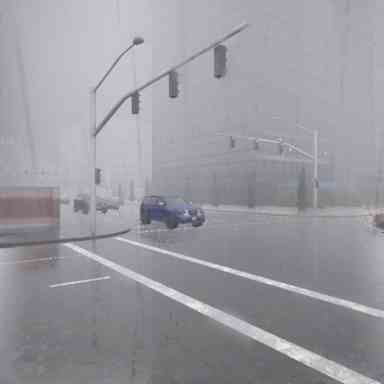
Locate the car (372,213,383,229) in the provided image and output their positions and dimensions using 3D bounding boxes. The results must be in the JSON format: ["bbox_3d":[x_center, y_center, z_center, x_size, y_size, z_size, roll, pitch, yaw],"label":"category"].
[{"bbox_3d":[12.148,1.526,17.541,4.674,1.442,1.812,0,1,12],"label":"car"}]

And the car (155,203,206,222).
[{"bbox_3d":[-1.078,1.601,27.274,1.895,1.301,4.718,0,0,-36],"label":"car"}]

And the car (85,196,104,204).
[{"bbox_3d":[-19.086,1.491,64.785,2.128,1.511,4.902,0,0,-36],"label":"car"}]

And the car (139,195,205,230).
[{"bbox_3d":[-1.483,1.222,21.822,2.150,2.045,5.566,0,0,-36],"label":"car"}]

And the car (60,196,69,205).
[{"bbox_3d":[-22.729,1.480,57.665,1.882,1.535,5.008,0,0,-35],"label":"car"}]

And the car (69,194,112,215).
[{"bbox_3d":[-10.647,1.223,34.625,2.150,2.045,5.566,0,0,-36],"label":"car"}]

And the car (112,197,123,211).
[{"bbox_3d":[-10.412,1.564,40.308,1.994,1.385,4.181,0,0,-36],"label":"car"}]
